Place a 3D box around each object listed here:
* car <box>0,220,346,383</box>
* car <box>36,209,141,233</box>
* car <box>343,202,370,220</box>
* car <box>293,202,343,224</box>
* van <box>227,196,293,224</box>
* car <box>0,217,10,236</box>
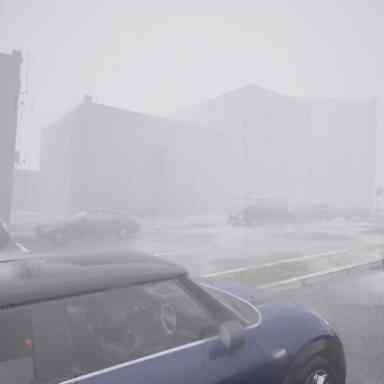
[{"bbox_3d":[-0.621,1.354,2.998,4.553,1.767,2.097,0,0,-36],"label":"car"},{"bbox_3d":[-4.628,1.506,15.340,4.674,1.452,2.002,0,0,-36],"label":"car"},{"bbox_3d":[13.271,1.542,28.199,4.674,1.452,2.002,0,-2,-36],"label":"car"},{"bbox_3d":[8.814,1.523,24.982,4.792,1.488,2.163,0,0,-36],"label":"car"},{"bbox_3d":[4.255,1.258,21.711,4.442,1.987,1.878,0,0,-36],"label":"van"},{"bbox_3d":[-9.196,1.332,12.064,4.553,1.767,2.185,0,0,-36],"label":"car"}]
